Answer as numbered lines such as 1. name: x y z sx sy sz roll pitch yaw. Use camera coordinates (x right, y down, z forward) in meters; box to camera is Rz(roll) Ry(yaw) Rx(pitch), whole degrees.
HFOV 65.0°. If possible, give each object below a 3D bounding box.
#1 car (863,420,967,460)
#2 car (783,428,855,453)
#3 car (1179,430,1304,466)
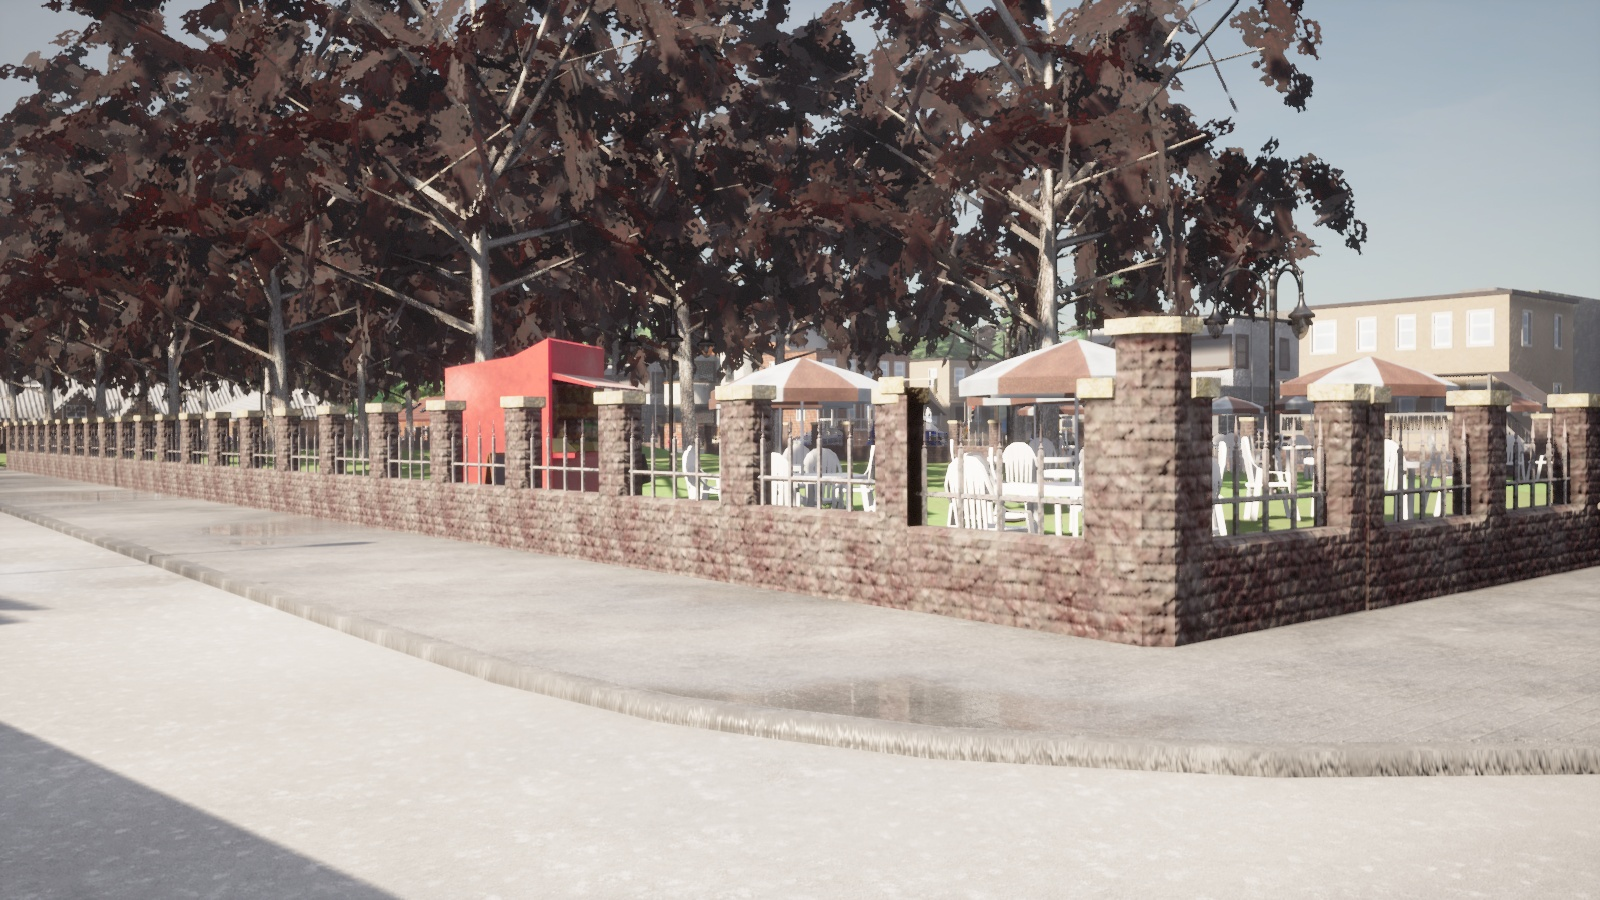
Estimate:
1. car: 6.035 -0.565 66.590 2.150 2.045 5.566 -1 1 -40
2. car: 1.303 -0.666 84.282 2.033 1.649 4.856 1 1 44
3. car: 19.677 -0.113 56.162 2.128 1.511 4.902 -1 1 -39
